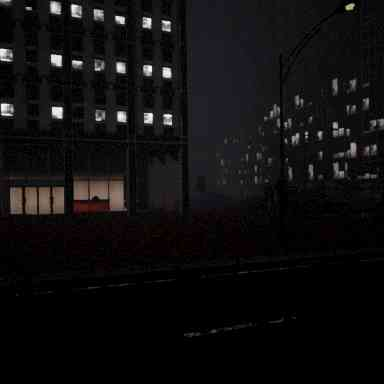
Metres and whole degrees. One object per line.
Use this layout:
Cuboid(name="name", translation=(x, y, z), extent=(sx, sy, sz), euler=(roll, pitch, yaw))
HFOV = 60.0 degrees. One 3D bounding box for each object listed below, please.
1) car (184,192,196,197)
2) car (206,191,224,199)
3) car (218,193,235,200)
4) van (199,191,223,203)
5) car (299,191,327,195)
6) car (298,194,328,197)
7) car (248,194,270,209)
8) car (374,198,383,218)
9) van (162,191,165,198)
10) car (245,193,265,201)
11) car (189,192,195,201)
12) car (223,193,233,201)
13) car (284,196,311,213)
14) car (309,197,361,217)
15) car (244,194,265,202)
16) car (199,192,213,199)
Cuboid(name="car", translation=(-0.644, 0.711, 90.977), extent=(2.008, 1.369, 4.403), euler=(0, 1, -20))
Cuboid(name="car", translation=(5.194, 0.634, 74.955), extent=(2.192, 1.841, 5.009), euler=(0, 1, -20))
Cuboid(name="car", translation=(7.141, 0.954, 69.618), extent=(1.802, 1.307, 4.206), euler=(0, 1, -20))
Cuboid(name="van", translation=(3.160, 0.952, 56.067), extent=(1.690, 1.788, 3.998), euler=(0, 1, -20))
Cuboid(name="car", translation=(14.583, 0.899, 41.596), extent=(2.150, 2.045, 5.566), euler=(-1, 1, -20))
Cuboid(name="car", translation=(13.322, 1.320, 35.739), extent=(2.033, 1.411, 5.357), euler=(-1, 1, -20))
Cuboid(name="car", translation=(8.948, 1.332, 40.033), extent=(1.947, 1.339, 4.313), euler=(0, 1, -20))
Cuboid(name="car", translation=(16.851, 1.216, 26.095), extent=(2.097, 1.767, 4.553), euler=(-1, 1, -21))
Cuboid(name="van", translation=(-6.572, 0.688, 82.767), extent=(1.690, 1.788, 3.998), euler=(0, 1, -20))
Cuboid(name="car", translation=(9.795, 1.228, 45.430), extent=(2.033, 1.411, 5.357), euler=(-1, 1, -20))
Cuboid(name="car", translation=(-0.733, 1.056, 66.749), extent=(2.008, 1.369, 4.403), euler=(0, 1, -20))
Cuboid(name="car", translation=(5.683, 0.966, 66.037), extent=(1.812, 1.442, 4.674), euler=(-1, 1, -20))
Cuboid(name="car", translation=(10.839, 1.399, 34.674), extent=(1.802, 1.307, 4.206), euler=(0, 1, -20))
Cuboid(name="car", translation=(12.769, 1.434, 29.325), extent=(1.947, 1.339, 4.313), euler=(0, 1, -20))
Cuboid(name="car", translation=(11.034, 1.060, 58.938), extent=(1.802, 1.307, 4.206), euler=(0, 1, -20))
Cuboid(name="car", translation=(3.248, 0.706, 80.296), extent=(1.967, 1.590, 4.097), euler=(0, 1, -20))
